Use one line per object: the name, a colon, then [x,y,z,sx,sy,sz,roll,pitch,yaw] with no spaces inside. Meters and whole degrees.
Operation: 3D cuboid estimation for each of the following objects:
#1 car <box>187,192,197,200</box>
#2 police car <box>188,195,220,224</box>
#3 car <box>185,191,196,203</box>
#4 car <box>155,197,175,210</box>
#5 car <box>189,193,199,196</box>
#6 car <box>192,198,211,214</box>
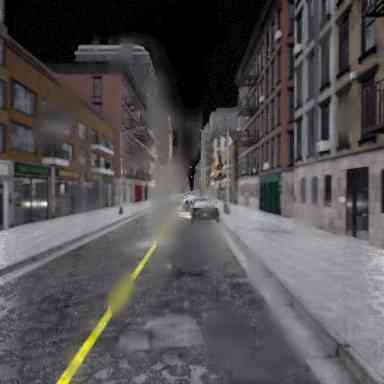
car: [-0.044,0.913,74.292,2.097,1.767,4.553,0,0,0]
police car: [0.886,1.279,23.399,1.930,1.638,5.238,0,0,0]
car: [-0.035,0.922,58.878,2.150,2.045,5.566,0,0,0]
car: [-3.104,1.298,39.028,1.812,1.442,4.674,0,0,0]
car: [0.877,1.250,39.291,1.882,1.535,5.008,0,0,0]
car: [0.880,1.327,33.290,1.812,1.442,4.674,0,0,0]
